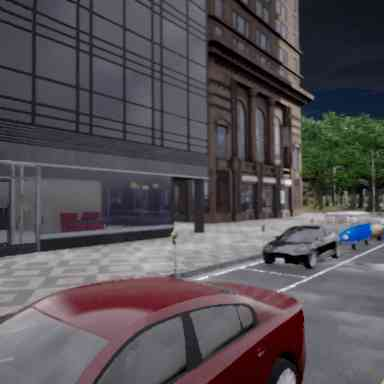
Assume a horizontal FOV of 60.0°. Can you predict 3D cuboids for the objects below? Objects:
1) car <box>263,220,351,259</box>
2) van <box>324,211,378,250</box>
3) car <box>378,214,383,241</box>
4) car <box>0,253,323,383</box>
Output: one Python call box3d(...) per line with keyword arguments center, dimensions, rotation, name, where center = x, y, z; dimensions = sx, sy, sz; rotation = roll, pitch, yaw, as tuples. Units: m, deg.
box3d(center=(4.416, 2.002, 12.956), dimensions=(1.947, 1.339, 4.313), rotation=(-2, -3, 41), name="car")
box3d(center=(7.974, 1.893, 17.073), dimensions=(1.690, 1.788, 3.998), rotation=(-2, -3, 41), name="van")
box3d(center=(11.425, 2.189, 21.046), dimensions=(1.752, 1.417, 4.829), rotation=(-2, -3, 41), name="car")
box3d(center=(-0.743, 1.595, 2.788), dimensions=(1.882, 1.535, 5.008), rotation=(-2, -3, 41), name="car")
